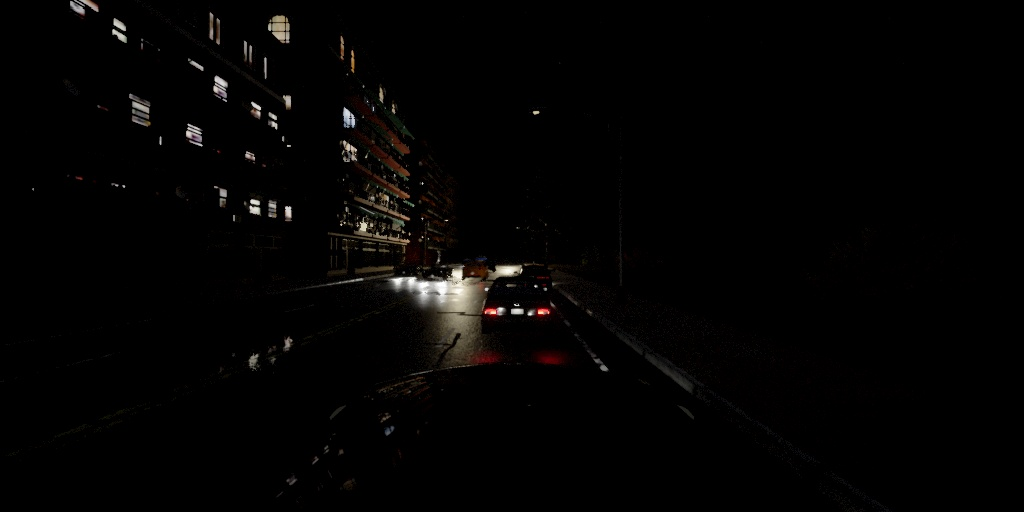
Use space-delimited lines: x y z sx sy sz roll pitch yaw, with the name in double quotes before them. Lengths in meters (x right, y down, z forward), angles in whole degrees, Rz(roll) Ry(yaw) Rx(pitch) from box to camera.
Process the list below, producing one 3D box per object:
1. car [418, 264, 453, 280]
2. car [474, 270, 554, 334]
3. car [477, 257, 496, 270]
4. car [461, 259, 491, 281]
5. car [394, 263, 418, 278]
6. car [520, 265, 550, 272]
"car" -6.535 1.353 31.735 1.895 1.301 4.718 0 0 0
"car" 0.120 1.299 10.584 2.033 1.411 5.357 0 0 0
"car" -3.053 1.229 45.594 1.882 1.535 5.008 0 0 0
"car" -3.087 1.230 30.617 1.882 1.535 5.008 0 0 0
"car" -9.779 1.316 34.400 1.994 1.385 4.181 0 0 0
"car" 1.177 1.257 20.272 1.837 1.490 4.892 0 0 0
